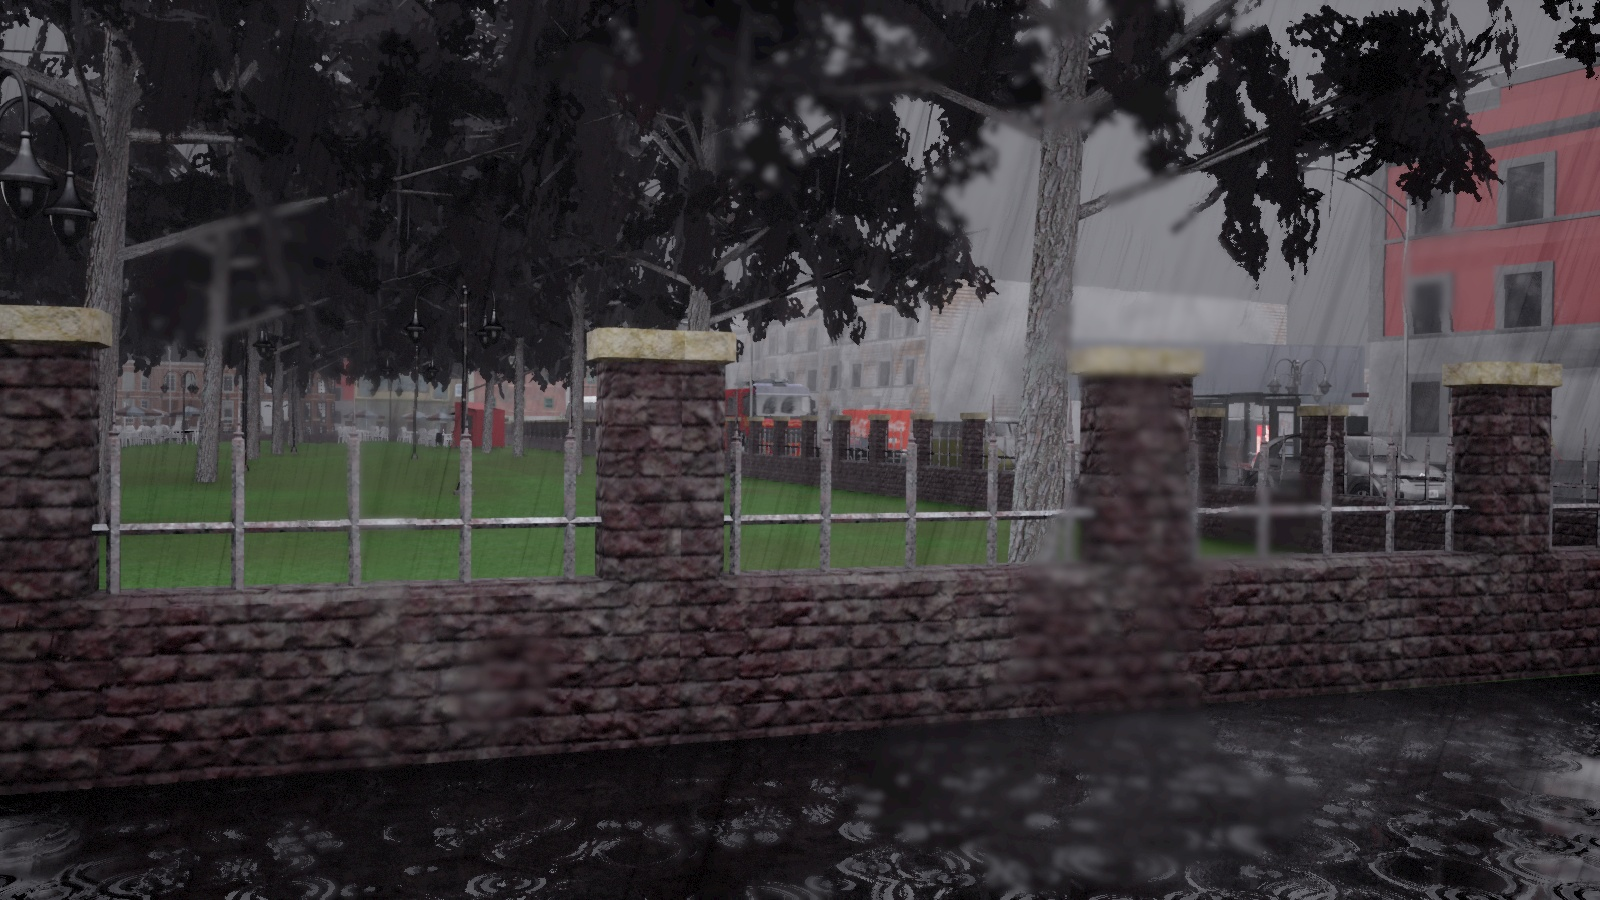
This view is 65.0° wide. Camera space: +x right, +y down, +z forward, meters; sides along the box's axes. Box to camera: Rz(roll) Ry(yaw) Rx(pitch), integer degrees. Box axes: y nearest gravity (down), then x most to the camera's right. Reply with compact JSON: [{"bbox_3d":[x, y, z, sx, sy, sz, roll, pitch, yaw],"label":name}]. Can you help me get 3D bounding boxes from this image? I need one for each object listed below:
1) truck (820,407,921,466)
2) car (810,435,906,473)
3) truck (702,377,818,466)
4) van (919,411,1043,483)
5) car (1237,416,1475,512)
[{"bbox_3d":[3.056,-0.629,55.744,2.627,2.467,5.204,-1,1,-20],"label":"truck"},{"bbox_3d":[2.087,0.118,46.563,1.895,1.301,4.718,-1,1,-20],"label":"car"},{"bbox_3d":[-2.010,-1.290,58.022,2.891,3.827,8.468,-1,1,-20],"label":"truck"},{"bbox_3d":[5.323,-0.116,37.445,1.775,1.987,4.442,-1,1,-20],"label":"van"},{"bbox_3d":[10.278,0.202,23.553,1.851,1.617,3.988,-1,1,-19],"label":"car"}]
